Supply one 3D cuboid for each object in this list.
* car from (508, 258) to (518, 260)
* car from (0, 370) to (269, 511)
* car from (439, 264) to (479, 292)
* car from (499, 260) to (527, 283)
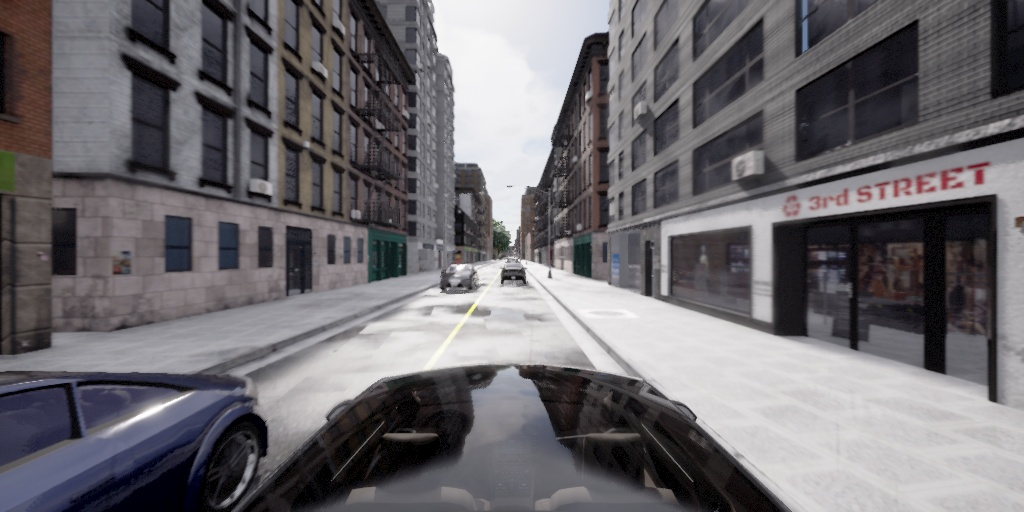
[{"bbox_3d":[0.102,1.106,47.094,2.097,1.767,4.553,0,0,0],"label":"car"},{"bbox_3d":[-3.092,1.314,1.400,1.994,1.385,4.181,0,0,-1],"label":"car"},{"bbox_3d":[-3.068,1.245,21.627,2.128,1.511,4.902,0,0,0],"label":"car"},{"bbox_3d":[0.103,1.258,27.516,1.837,1.490,4.892,0,0,0],"label":"car"}]
